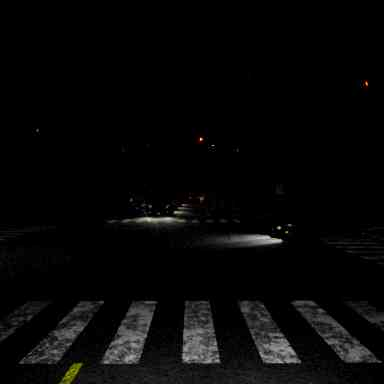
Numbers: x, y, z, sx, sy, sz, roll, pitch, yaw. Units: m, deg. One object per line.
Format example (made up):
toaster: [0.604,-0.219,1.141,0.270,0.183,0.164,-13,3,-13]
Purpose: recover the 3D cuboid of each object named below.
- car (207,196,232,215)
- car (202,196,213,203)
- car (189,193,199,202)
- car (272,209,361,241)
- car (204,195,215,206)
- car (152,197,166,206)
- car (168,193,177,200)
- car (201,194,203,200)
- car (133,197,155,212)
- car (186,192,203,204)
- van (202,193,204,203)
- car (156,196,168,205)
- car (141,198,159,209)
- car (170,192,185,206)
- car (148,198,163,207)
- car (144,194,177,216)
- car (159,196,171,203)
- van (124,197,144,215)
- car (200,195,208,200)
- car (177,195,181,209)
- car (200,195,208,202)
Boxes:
car: [2.878,1.442,33.375,1.967,1.590,4.097,0,0,0]
car: [3.098,1.551,67.390,2.008,1.369,4.403,0,0,0]
car: [0.472,1.186,73.758,2.097,1.767,4.553,0,0,0]
car: [6.178,1.572,16.652,4.181,1.385,1.994,0,0,-13]
car: [2.951,1.443,44.713,1.967,1.590,4.097,0,0,0]
car: [-5.501,1.569,56.101,1.947,1.339,4.313,0,0,0]
car: [-5.281,1.307,90.110,2.192,1.841,5.009,0,0,0]
car: [3.063,1.527,61.890,1.752,1.417,4.829,0,0,0]
car: [-5.611,1.443,39.096,1.967,1.590,4.097,0,0,0]
car: [0.406,1.223,63.398,2.150,2.045,5.566,0,0,0]
van: [3.025,1.344,56.051,1.690,1.788,3.998,0,0,0]
car: [-5.465,1.527,61.599,1.752,1.417,4.829,0,0,0]
car: [-5.574,1.569,44.765,1.947,1.339,4.313,0,0,0]
car: [-2.761,1.225,52.191,2.150,2.045,5.566,0,0,1]
car: [-5.537,1.585,50.433,1.802,1.307,4.206,0,0,0]
car: [-2.938,1.354,32.126,2.097,1.767,4.553,0,0,2]
car: [-5.427,1.566,67.437,1.947,1.339,4.313,0,0,0]
van: [-5.648,1.343,33.428,1.690,1.788,3.998,0,0,0]
car: [3.245,1.558,90.067,1.947,1.339,4.313,0,0,0]
car: [-2.831,1.481,42.064,1.882,1.535,5.008,0,0,1]
car: [2.860,1.453,79.561,1.801,1.575,5.366,0,0,0]
